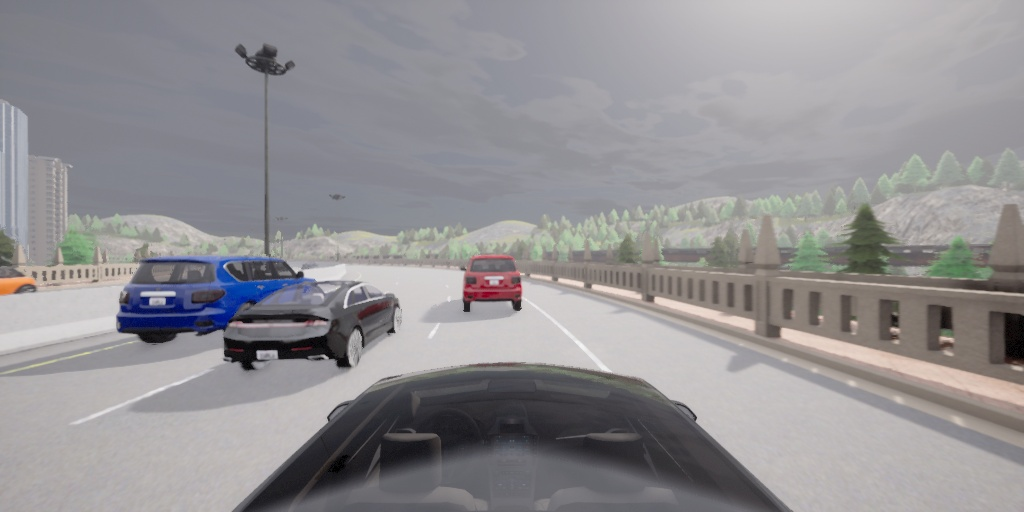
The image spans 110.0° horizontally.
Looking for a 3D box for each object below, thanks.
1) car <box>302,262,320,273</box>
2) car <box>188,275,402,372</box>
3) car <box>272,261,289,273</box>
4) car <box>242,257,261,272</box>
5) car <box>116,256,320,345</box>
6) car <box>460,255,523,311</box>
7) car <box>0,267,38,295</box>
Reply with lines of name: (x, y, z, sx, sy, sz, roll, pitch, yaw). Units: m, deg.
car: (-26.537, 1.502, 47.297, 1.994, 1.385, 4.181, 0, 0, -30)
car: (-3.793, 1.268, 7.775, 2.128, 1.511, 4.902, 0, 0, -3)
car: (-31.707, 1.470, 49.160, 1.837, 1.490, 4.892, 0, 0, -32)
car: (-38.252, 1.224, 52.747, 2.150, 2.045, 5.566, 0, 0, -36)
car: (-7.412, 1.018, 9.939, 2.150, 2.045, 5.566, 0, 0, -5)
car: (-0.930, 0.994, 14.792, 2.150, 2.045, 5.566, 0, 0, -7)
car: (-22.264, 1.226, 14.195, 2.097, 1.767, 4.553, 0, 0, -10)
